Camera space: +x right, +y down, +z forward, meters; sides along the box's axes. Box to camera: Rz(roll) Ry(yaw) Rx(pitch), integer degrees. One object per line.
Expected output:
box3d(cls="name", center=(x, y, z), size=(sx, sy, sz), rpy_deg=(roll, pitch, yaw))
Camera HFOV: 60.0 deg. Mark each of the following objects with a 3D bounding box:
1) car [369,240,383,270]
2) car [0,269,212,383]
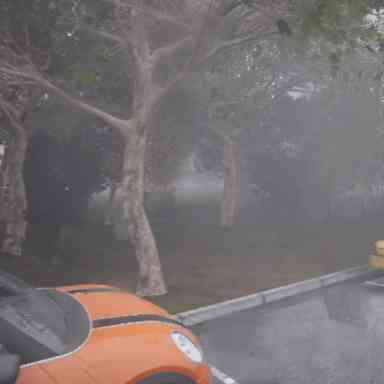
box3d(cls="car", center=(6.944, 1.391, 8.985), size=(5.366, 1.575, 1.946), rpy_deg=(-1, 1, -33))
box3d(cls="car", center=(-2.027, 1.355, 2.581), size=(4.553, 1.767, 2.185), rpy_deg=(0, 1, -33))
